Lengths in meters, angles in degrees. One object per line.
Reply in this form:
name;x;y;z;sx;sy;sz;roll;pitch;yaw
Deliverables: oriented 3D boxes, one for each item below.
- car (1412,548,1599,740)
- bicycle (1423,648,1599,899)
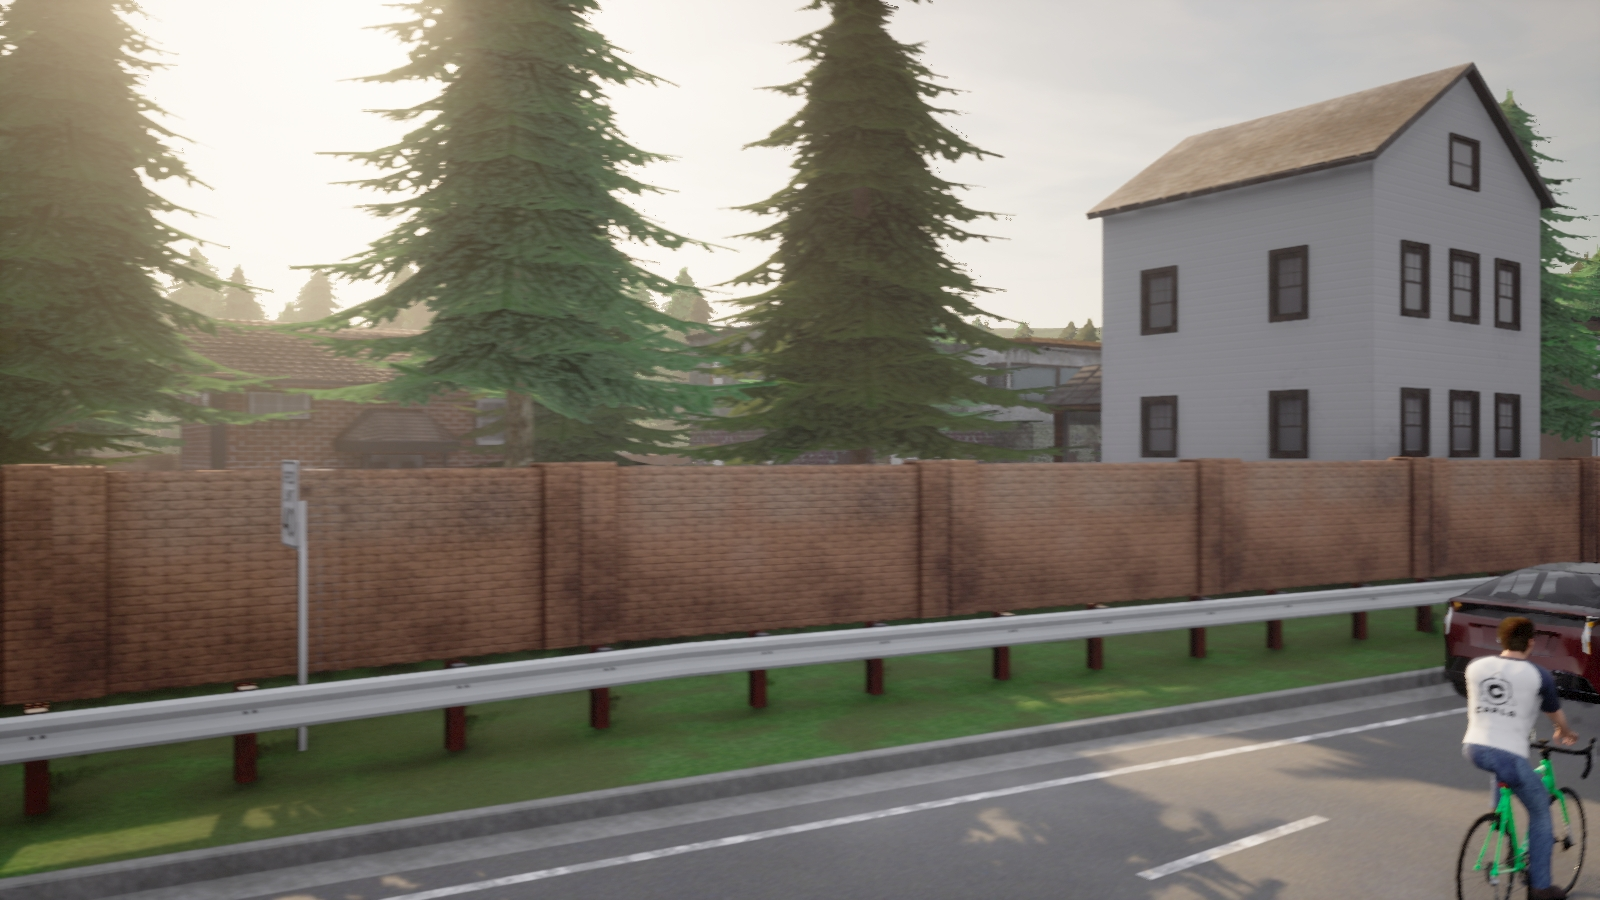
car;9.189;2.040;12.937;4.514;1.525;2.007;0;0;-32
bicycle;4.408;2.056;6.940;1.643;1.496;0.373;0;0;-34
